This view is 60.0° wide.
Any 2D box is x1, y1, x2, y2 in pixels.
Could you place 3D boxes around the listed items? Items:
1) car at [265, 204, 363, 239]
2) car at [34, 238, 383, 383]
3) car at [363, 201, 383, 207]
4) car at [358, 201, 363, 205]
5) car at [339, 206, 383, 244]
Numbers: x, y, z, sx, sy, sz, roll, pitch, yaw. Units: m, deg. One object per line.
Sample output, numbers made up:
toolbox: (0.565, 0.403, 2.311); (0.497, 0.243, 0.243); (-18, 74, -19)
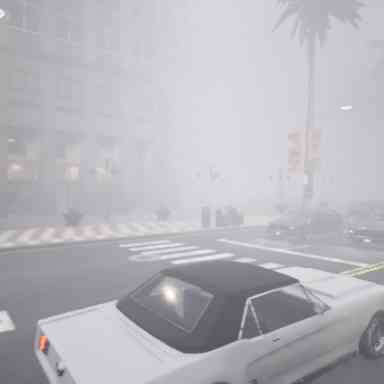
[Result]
car: (6.169, 1.514, 16.983); (5.357, 1.411, 2.033); (0, 0, -35)
car: (0.711, 1.594, 4.252); (4.718, 1.301, 1.895); (0, 0, -35)
car: (13.881, 1.450, 22.469); (4.892, 1.490, 1.837); (0, 0, -35)
car: (14.233, 1.453, 26.532); (4.786, 1.482, 2.161); (0, 0, -36)
car: (8.933, 1.512, 14.687); (5.357, 1.411, 2.033); (0, 0, -39)
